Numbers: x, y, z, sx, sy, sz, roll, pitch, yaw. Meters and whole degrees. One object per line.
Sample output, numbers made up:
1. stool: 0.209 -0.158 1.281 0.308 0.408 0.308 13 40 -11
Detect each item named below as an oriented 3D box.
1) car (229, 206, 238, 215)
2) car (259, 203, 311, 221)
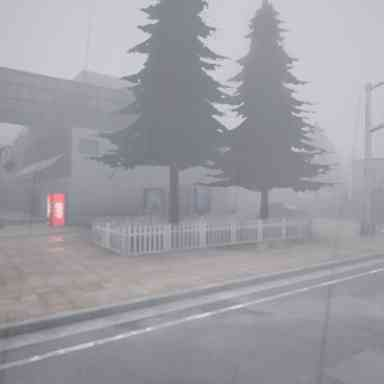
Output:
1. car: 2.944 1.850 37.194 1.895 1.301 4.718 1 0 -34
2. car: 8.138 1.724 29.431 1.882 1.535 5.008 1 0 -34
